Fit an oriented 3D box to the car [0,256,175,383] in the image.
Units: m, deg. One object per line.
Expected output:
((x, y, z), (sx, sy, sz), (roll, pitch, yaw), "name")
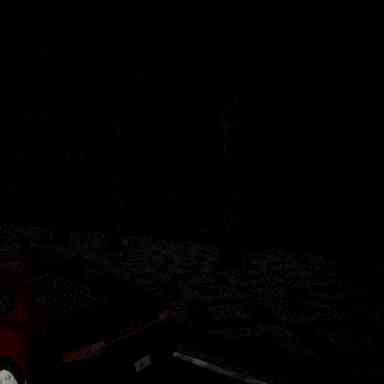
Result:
((-2.309, 1.585, 4.603), (4.507, 1.381, 1.887), (-1, 0, 35), "car")
